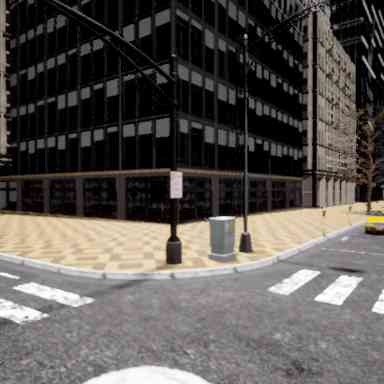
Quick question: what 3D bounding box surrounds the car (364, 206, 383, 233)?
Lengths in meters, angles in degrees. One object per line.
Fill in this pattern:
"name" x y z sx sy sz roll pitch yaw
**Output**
"car" 10.845 1.497 18.617 1.752 1.417 4.829 0 0 37
